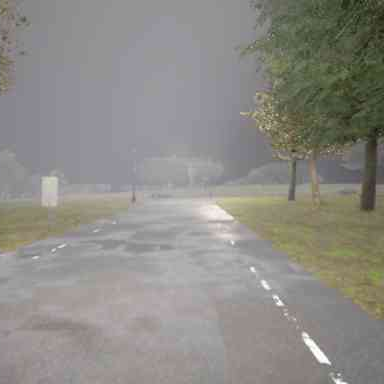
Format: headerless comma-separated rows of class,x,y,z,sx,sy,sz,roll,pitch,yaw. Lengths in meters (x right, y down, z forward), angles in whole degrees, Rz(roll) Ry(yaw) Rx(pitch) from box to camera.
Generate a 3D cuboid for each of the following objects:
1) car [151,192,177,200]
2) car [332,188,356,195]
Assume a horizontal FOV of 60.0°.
car,-5.376,0.684,63.331,4.902,1.511,2.128,0,0,0
car,32.356,-0.022,70.951,4.902,1.511,2.128,-1,-1,-1
